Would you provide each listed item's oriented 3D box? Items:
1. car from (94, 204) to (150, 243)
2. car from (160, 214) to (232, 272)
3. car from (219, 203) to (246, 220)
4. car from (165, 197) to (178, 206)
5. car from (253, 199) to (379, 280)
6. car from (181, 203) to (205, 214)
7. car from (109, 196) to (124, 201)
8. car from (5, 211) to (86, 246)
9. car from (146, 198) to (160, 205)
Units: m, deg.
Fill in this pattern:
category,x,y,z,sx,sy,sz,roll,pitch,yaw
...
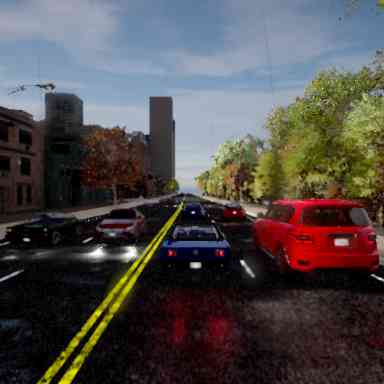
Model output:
category,x,y,z,sx,sy,sz,roll,pitch,yaw
car,-3.350,1.531,16.321,1.812,1.442,4.674,0,0,0
car,0.100,1.605,10.810,1.895,1.301,4.718,0,0,0
car,3.349,1.574,28.054,1.994,1.385,4.181,0,0,0
car,-3.489,1.584,56.741,1.994,1.385,4.181,0,0,0
car,3.350,1.225,10.135,2.150,2.045,5.566,0,0,0
car,0.098,1.573,28.111,1.994,1.385,4.181,0,0,0
car,-20.698,1.852,90.378,4.313,1.339,1.947,-1,1,-1
car,-6.601,1.606,15.506,1.895,1.301,4.718,0,0,0
car,-6.733,1.621,57.506,1.895,1.301,4.718,0,0,0
